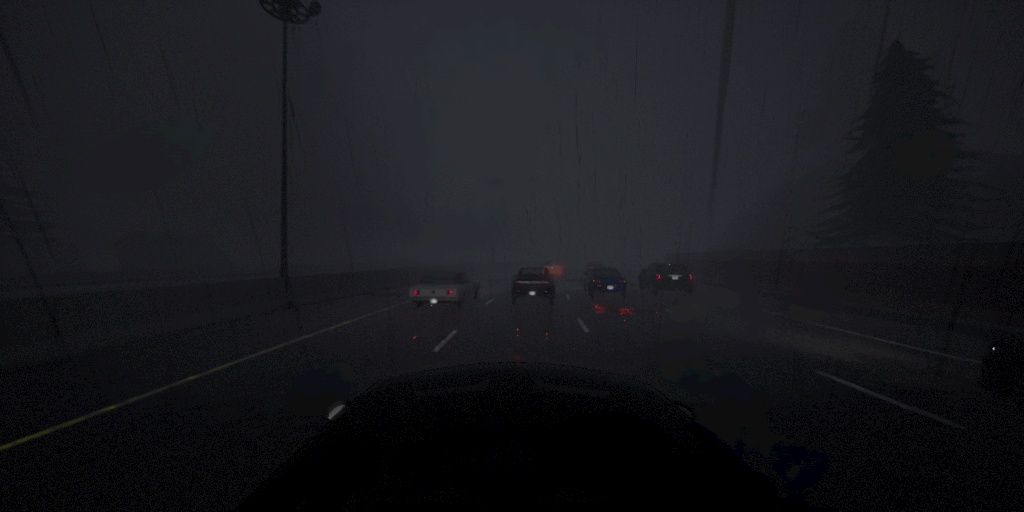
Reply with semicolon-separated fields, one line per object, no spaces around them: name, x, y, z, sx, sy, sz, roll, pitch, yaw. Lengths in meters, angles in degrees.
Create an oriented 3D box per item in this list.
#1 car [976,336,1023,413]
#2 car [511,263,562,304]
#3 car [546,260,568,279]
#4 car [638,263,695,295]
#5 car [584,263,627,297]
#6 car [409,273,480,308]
car;7.183;1.269;2.739;2.128;1.511;4.902;0;0;1
car;1.057;1.259;16.528;2.128;1.511;4.902;0;0;6
car;4.095;1.145;33.565;2.097;1.767;4.553;0;0;13
car;8.641;1.150;20.419;2.097;1.767;4.553;0;0;8
car;4.887;1.309;19.060;1.812;1.442;4.674;0;0;7
car;-2.621;1.353;15.212;1.895;1.301;4.718;0;0;6
